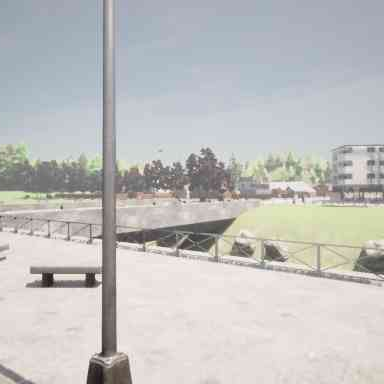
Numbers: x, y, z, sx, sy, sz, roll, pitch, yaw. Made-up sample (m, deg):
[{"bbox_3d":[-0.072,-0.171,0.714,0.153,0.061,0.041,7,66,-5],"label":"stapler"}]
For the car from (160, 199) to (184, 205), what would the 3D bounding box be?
[{"bbox_3d":[-2.865,1.601,44.726,1.895,1.301,4.718,0,0,36],"label":"car"}]
